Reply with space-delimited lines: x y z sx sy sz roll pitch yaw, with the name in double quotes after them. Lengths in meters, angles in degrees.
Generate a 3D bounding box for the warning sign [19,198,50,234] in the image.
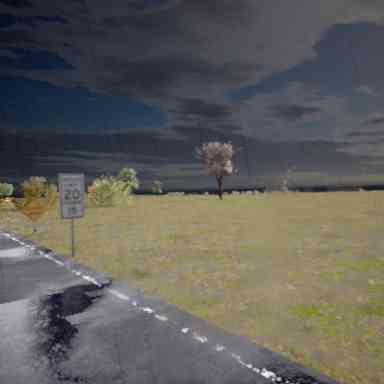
-8.684 1.296 18.350 1.300 1.860 1.060 -1 0 -37 "warning sign"
